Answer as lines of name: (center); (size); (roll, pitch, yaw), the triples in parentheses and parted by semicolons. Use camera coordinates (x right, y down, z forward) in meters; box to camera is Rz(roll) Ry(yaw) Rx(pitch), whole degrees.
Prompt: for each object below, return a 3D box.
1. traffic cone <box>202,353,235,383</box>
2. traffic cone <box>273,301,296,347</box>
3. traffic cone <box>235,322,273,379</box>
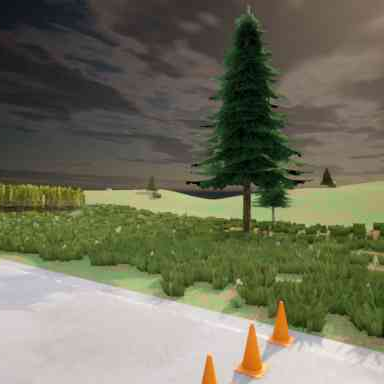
traffic cone: (0.179, 1.955, 3.406); (0.340, 0.580, 0.340); (0, 0, 36)
traffic cone: (1.348, 1.955, 5.029); (0.340, 0.580, 0.340); (0, 0, 36)
traffic cone: (0.764, 1.955, 4.218); (0.340, 0.580, 0.340); (0, 0, 36)
